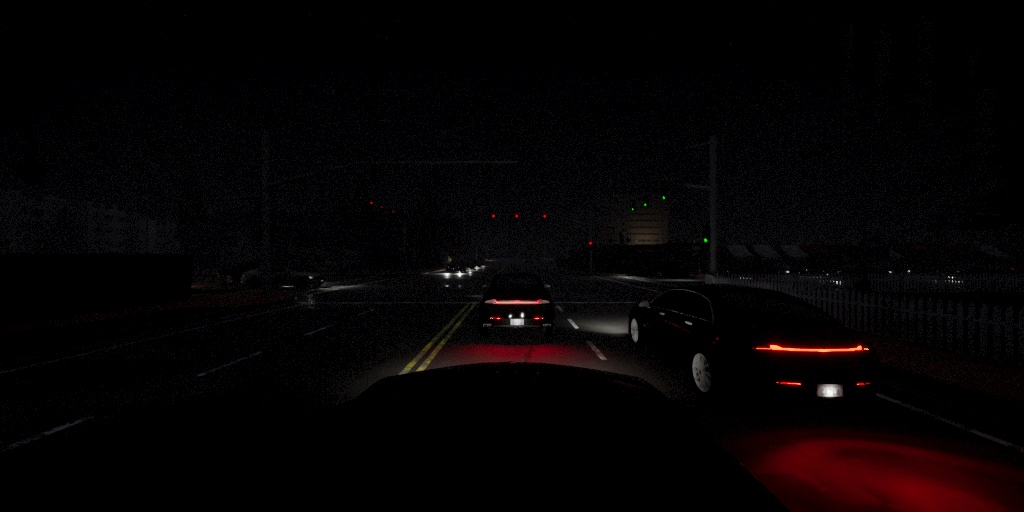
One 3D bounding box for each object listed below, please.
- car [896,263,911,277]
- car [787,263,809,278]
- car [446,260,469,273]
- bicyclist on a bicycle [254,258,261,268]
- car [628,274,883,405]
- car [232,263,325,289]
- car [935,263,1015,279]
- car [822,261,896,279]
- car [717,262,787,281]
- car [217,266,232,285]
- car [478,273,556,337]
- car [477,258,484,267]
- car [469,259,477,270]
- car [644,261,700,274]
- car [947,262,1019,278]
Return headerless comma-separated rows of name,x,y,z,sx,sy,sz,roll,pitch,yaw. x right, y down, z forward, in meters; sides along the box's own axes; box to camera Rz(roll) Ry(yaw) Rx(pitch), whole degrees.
car,34.483,1.242,33.813,4.902,1.511,2.128,0,0,-1
car,24.659,1.297,33.634,5.357,1.411,2.033,0,0,-1
car,-6.845,1.255,44.358,1.837,1.490,4.892,0,0,0
bicyclist on a bicycle,-26.175,1.051,36.843,0.582,1.620,1.656,0,0,-3
car,3.587,1.255,6.429,1.837,1.490,4.892,0,0,1
car,-14.243,1.276,22.400,4.674,1.442,1.812,0,0,-2
car,38.875,1.276,30.387,4.674,1.442,1.812,0,0,-1
car,28.875,1.276,30.203,4.674,1.442,1.812,0,0,-1
car,19.615,1.241,30.036,4.902,1.511,2.128,0,0,-1
car,-18.290,1.254,25.775,4.892,1.490,1.837,0,0,-2
car,0.130,1.242,10.333,2.128,1.511,4.902,0,0,0
car,-6.676,1.314,64.224,1.994,1.385,4.181,0,0,1
car,-6.778,1.276,54.181,1.812,1.442,4.674,0,0,1
car,14.920,1.255,33.512,4.892,1.490,1.837,0,0,1
car,44.526,1.314,33.974,4.181,1.385,1.994,0,0,-1
